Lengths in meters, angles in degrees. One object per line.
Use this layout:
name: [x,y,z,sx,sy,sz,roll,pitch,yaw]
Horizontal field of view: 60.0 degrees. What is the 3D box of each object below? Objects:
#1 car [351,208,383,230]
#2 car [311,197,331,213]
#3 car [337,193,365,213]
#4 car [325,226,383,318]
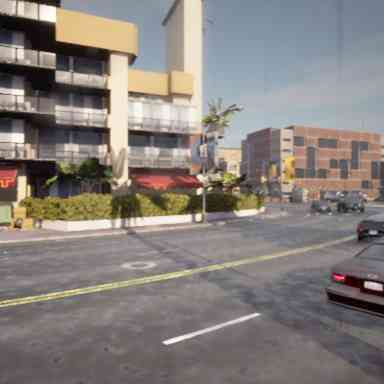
car: [9.570,1.641,16.363,1.812,1.442,4.674,0,-1,43]
car: [16.396,1.810,42.474,2.128,1.511,4.902,0,-1,11]
car: [19.847,1.509,41.863,2.150,2.045,5.566,0,-1,11]
car: [4.903,1.597,7.047,5.357,1.411,2.033,0,-1,-40]
